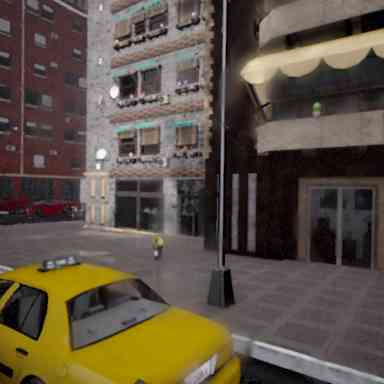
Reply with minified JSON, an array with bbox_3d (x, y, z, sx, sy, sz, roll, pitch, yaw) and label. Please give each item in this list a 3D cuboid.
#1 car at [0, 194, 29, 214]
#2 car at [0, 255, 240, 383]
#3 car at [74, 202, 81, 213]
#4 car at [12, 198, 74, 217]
[{"bbox_3d":[-16.798,1.116,29.381,2.192,1.841,5.009,0,-1,35],"label":"car"},{"bbox_3d":[-1.807,1.466,4.146,4.829,1.417,1.752,1,1,35],"label":"car"},{"bbox_3d":[-13.525,1.445,34.037,1.887,1.381,4.507,0,-1,35],"label":"car"},{"bbox_3d":[-13.278,1.457,29.863,1.994,1.385,4.181,1,0,35],"label":"car"}]
